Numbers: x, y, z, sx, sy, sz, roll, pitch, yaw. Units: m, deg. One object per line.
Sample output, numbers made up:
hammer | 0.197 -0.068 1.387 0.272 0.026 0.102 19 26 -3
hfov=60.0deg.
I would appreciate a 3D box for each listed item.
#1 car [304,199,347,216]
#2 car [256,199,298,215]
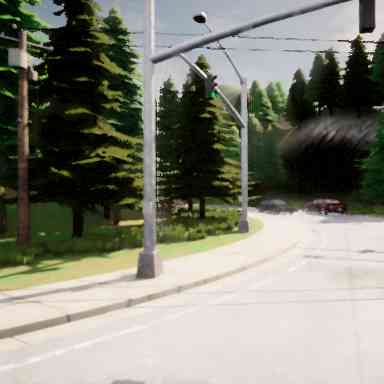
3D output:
car | 12.473 1.354 31.474 1.882 1.535 5.008 0 0 -10
car | 8.351 1.445 33.347 2.033 1.411 5.357 0 0 -17
